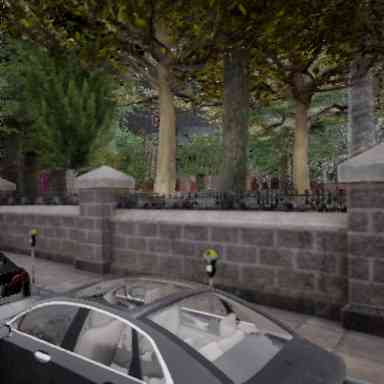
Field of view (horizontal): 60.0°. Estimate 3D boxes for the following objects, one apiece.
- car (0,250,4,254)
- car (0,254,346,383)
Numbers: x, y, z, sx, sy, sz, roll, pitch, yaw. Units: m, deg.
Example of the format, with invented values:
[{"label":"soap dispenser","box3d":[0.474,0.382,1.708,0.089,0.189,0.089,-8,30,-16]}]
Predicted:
[{"label":"car","box3d":[-4.781,1.620,6.359,4.313,1.339,1.947,0,-1,36]},{"label":"car","box3d":[-0.762,1.574,3.404,4.403,1.369,2.008,0,-1,36]}]
